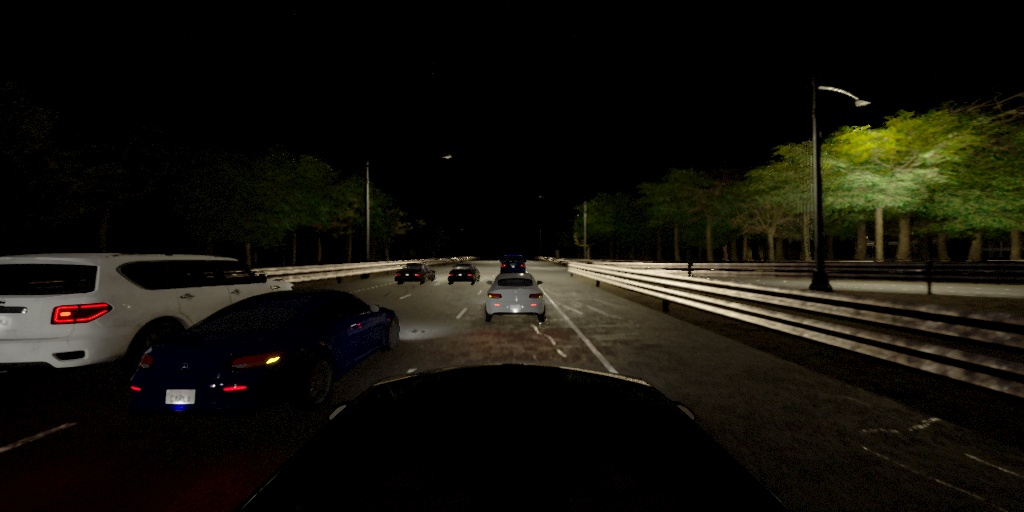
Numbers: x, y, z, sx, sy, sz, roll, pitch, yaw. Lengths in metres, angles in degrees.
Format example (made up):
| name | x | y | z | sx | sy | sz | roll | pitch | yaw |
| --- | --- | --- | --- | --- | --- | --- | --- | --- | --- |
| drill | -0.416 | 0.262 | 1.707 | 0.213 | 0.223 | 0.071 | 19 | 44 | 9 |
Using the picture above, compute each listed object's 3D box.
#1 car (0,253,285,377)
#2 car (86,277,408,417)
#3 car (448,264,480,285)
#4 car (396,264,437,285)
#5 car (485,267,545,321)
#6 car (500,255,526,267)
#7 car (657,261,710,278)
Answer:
| name | x | y | z | sx | sy | sz | roll | pitch | yaw |
| --- | --- | --- | --- | --- | --- | --- | --- | --- | --- |
| car | -6.902 | 0.973 | 7.527 | 2.150 | 2.045 | 5.566 | 0 | 0 | 0 |
| car | -3.388 | 1.277 | 5.973 | 1.812 | 1.442 | 4.674 | 0 | 0 | 0 |
| car | -3.408 | 1.283 | 26.102 | 2.033 | 1.411 | 5.357 | 0 | 0 | 0 |
| car | -6.909 | 1.282 | 26.147 | 2.033 | 1.411 | 5.357 | 0 | 0 | 0 |
| car | 0.095 | 1.278 | 12.346 | 1.812 | 1.442 | 4.674 | 0 | 0 | 0 |
| car | 0.092 | 0.933 | 31.727 | 2.150 | 2.045 | 5.566 | 0 | 0 | 0 |
| car | 14.220 | 1.160 | 30.086 | 1.812 | 1.442 | 4.674 | 0 | -1 | -26 |
